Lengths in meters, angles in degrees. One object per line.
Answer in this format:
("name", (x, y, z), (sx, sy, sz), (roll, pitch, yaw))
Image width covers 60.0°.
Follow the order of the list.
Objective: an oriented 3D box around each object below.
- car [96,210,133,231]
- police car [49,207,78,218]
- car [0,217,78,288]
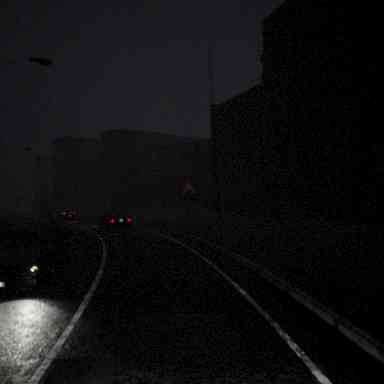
("car", (-5.865, 2.061, 24.927), (2.033, 1.411, 5.357), (-2, -1, -25))
("police car", (-15.241, 2.619, 39.107), (2.038, 1.542, 4.974), (-3, 0, -40))
("car", (-4.809, 1.744, 10.043), (2.033, 1.411, 5.357), (-1, -1, -11))
